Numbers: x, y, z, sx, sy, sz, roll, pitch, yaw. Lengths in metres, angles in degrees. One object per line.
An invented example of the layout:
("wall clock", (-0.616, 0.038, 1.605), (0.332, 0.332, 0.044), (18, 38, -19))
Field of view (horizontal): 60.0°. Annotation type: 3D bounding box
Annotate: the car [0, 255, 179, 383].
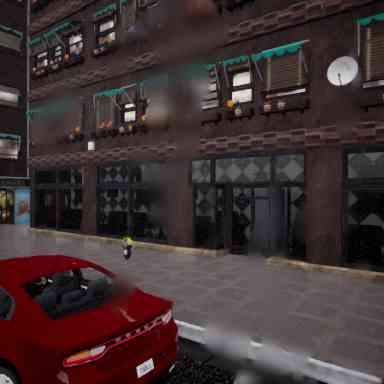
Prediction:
("car", (-2.262, 1.544, 4.478), (4.507, 1.381, 1.887), (0, 0, 35))
